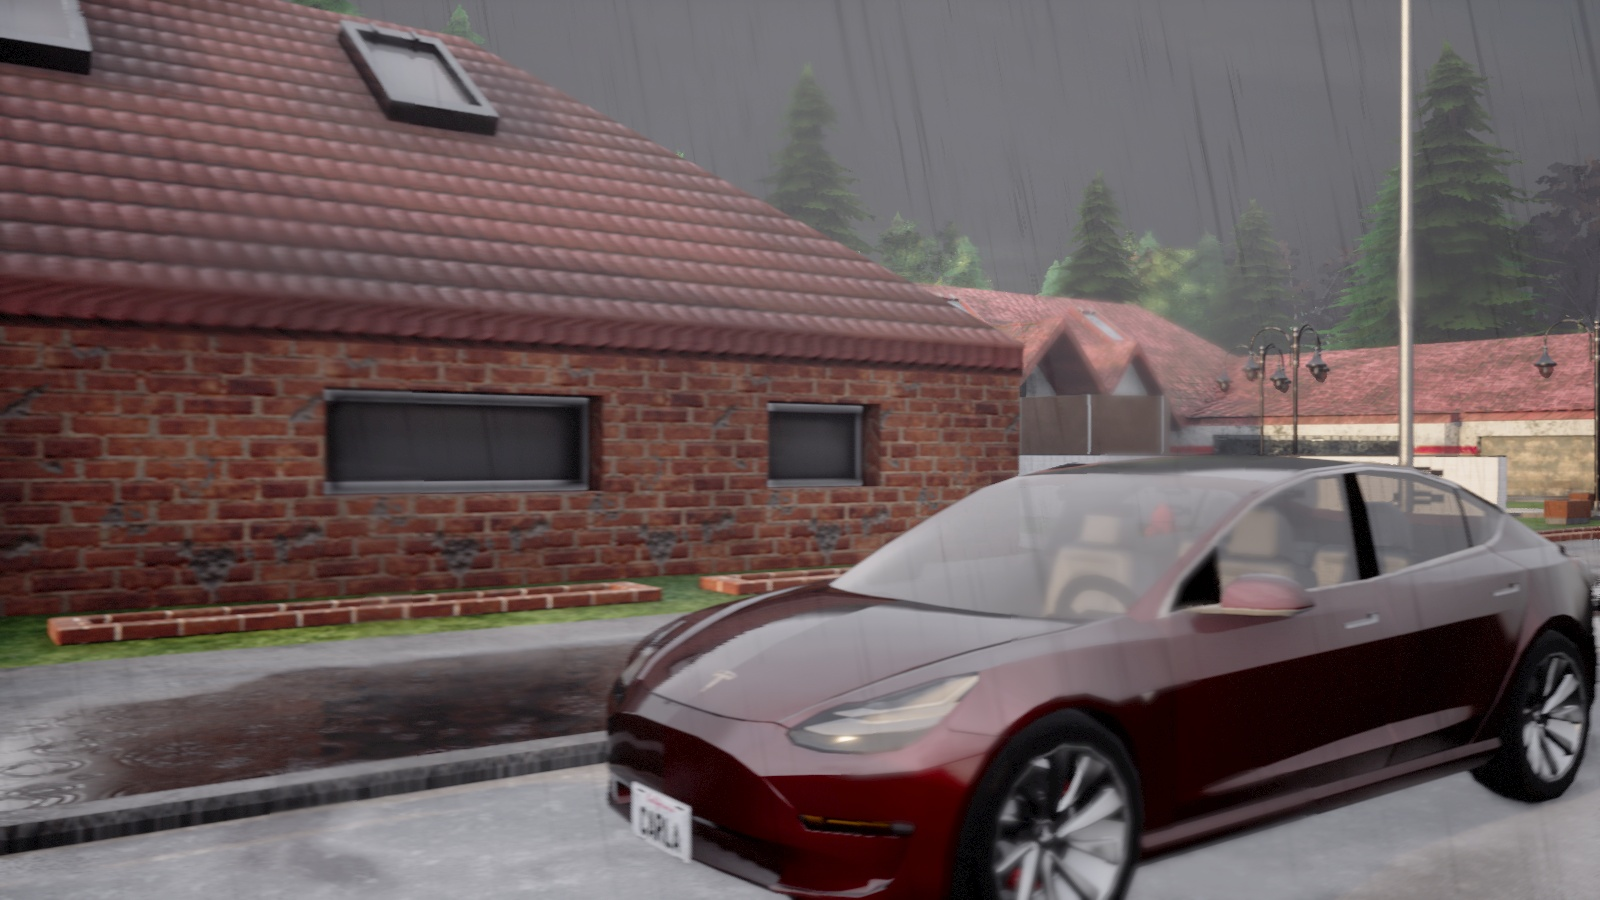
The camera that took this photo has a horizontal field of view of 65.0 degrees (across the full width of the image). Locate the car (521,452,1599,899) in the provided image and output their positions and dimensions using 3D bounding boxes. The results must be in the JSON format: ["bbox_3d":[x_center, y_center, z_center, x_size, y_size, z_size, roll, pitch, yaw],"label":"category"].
[{"bbox_3d":[1.512,0.754,5.324,4.792,1.488,2.163,0,0,-35],"label":"car"}]
